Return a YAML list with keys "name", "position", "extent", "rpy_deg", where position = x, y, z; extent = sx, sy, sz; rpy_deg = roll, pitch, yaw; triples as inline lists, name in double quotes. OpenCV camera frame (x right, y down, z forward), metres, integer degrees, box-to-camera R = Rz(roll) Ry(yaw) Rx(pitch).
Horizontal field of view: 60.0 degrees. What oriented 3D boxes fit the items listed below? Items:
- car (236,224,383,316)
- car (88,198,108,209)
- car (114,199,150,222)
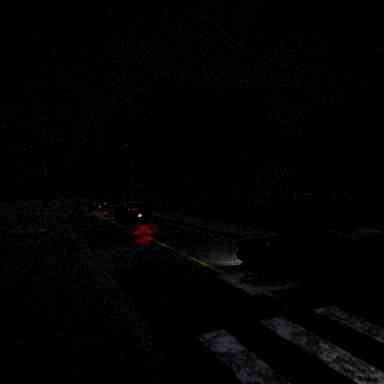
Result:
- name: "car"
  position: [3.076, 1.440, 7.437]
  extent: [2.033, 1.411, 5.357]
  rpy_deg: [-2, 1, -24]
- name: "car"
  position: [-11.669, 1.412, 40.830]
  extent: [1.895, 1.301, 4.718]
  rpy_deg: [-2, 1, -24]
- name: "car"
  position: [-4.489, 1.321, 24.546]
  extent: [1.837, 1.490, 4.892]
  rpy_deg: [-2, 1, -24]
